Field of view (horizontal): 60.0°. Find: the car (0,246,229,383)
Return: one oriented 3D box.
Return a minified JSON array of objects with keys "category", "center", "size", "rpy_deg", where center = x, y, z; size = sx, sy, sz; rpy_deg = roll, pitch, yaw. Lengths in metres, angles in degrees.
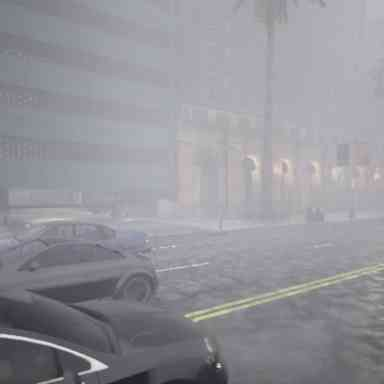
[{"category":"car","center":[-1.910,1.511,2.488],"size":[4.892,1.490,1.837],"rpy_deg":[0,0,-34]}]

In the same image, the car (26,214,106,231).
[{"category":"car","center":[-3.832,1.582,9.862],"size":[5.357,1.411,2.033],"rpy_deg":[0,0,-36]}]

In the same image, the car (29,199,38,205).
[{"category":"car","center":[-25.495,1.608,57.512],"size":[4.786,1.482,2.161],"rpy_deg":[0,0,-36]}]

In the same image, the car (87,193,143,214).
[{"category":"car","center":[-7.589,1.160,33.316],"size":[5.566,2.045,2.435],"rpy_deg":[0,0,-36]}]

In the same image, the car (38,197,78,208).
[{"category":"car","center":[-19.063,1.631,47.850],"size":[4.718,1.301,1.895],"rpy_deg":[0,0,-36]}]

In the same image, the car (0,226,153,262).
[{"category":"car","center":[-2.731,1.586,6.349],"size":[4.181,1.385,1.994],"rpy_deg":[0,0,-36]}]
